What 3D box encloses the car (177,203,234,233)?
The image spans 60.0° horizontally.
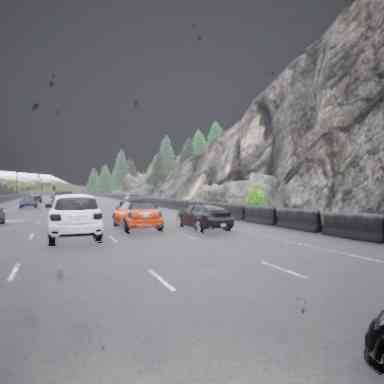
[{"bbox_3d":[0.641,1.381,18.924,1.837,1.490,4.892,0,1,-22],"label":"car"}]

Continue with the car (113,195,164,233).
[{"bbox_3d":[-3.190,1.226,19.026,2.097,1.767,4.553,0,1,-22],"label":"car"}]

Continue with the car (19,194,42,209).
[{"bbox_3d":[-19.407,1.198,39.680,2.033,1.411,5.357,0,1,-22],"label":"car"}]

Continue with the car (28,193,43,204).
[{"bbox_3d":[-25.193,0.982,53.602,1.882,1.535,5.008,0,1,-22],"label":"car"}]

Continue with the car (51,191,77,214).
[{"bbox_3d":[-12.660,0.943,32.744,2.150,2.045,5.566,0,0,-22],"label":"car"}]

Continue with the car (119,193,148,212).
[{"bbox_3d":[-6.358,1.055,35.829,2.097,1.767,4.553,0,1,-23],"label":"car"}]

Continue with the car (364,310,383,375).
[{"bbox_3d":[3.616,1.547,2.594,1.994,1.385,4.181,0,0,-22],"label":"car"}]

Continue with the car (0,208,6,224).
[{"bbox_3d":[-12.344,1.385,19.831,1.812,1.442,4.674,0,1,-22],"label":"car"}]

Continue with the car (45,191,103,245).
[{"bbox_3d":[-5.484,1.127,15.416,2.150,2.045,5.566,0,1,-22],"label":"car"}]
